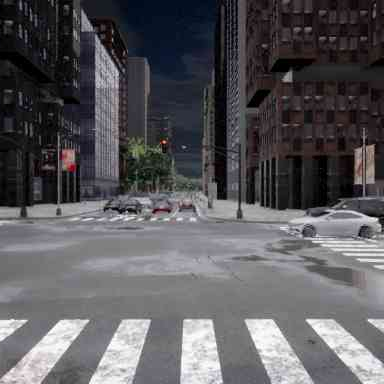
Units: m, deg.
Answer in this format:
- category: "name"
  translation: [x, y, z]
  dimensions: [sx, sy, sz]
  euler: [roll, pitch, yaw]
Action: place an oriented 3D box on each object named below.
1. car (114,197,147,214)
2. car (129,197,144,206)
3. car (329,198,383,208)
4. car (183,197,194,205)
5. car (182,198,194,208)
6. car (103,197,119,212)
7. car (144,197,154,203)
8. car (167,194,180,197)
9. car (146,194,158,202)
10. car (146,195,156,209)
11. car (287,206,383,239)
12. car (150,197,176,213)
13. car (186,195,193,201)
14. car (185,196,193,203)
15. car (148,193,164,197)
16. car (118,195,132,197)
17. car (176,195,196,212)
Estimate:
- category: "car"
  translation: [-6.380, 1.544, 35.101]
  dimensions: [2.033, 1.411, 5.357]
  euler: [0, 0, 0]
- category: "car"
  translation: [-9.139, 1.565, 55.078]
  dimensions: [1.752, 1.417, 4.829]
  euler: [0, 0, 0]
- category: "car"
  translation: [10.027, 1.382, 21.037]
  dimensions: [5.566, 2.045, 2.150]
  euler: [1, 0, 2]
- category: "car"
  translation: [-0.640, 1.597, 60.707]
  dimensions: [1.887, 1.381, 4.507]
  euler: [0, 0, 0]
- category: "car"
  translation: [-0.589, 1.610, 49.857]
  dimensions: [1.802, 1.307, 4.206]
  euler: [0, 0, 0]
- category: "car"
  translation: [-9.064, 1.570, 38.971]
  dimensions: [1.947, 1.339, 4.313]
  euler: [0, 0, 0]
- category: "car"
  translation: [-9.216, 1.662, 71.526]
  dimensions: [1.802, 1.307, 4.206]
  euler: [0, 0, 0]
- category: "car"
  translation: [-3.422, 1.666, 65.851]
  dimensions: [1.895, 1.301, 4.718]
  euler: [0, 0, 0]
- category: "car"
  translation: [-9.243, 1.410, 76.953]
  dimensions: [2.192, 1.841, 5.009]
  euler: [0, 0, 0]
- category: "car"
  translation: [-6.427, 1.544, 45.327]
  dimensions: [1.812, 1.442, 4.674]
  euler: [0, 0, 0]
- category: "car"
  translation: [7.486, 1.655, 17.659]
  dimensions: [4.674, 1.442, 1.812]
  euler: [1, 0, 0]
- category: "car"
  translation: [-3.206, 1.565, 37.149]
  dimensions: [1.994, 1.385, 4.181]
  euler: [0, 0, 0]
- category: "car"
  translation: [-0.794, 1.687, 93.257]
  dimensions: [1.887, 1.381, 4.507]
  euler: [0, 0, 0]
- category: "car"
  translation: [-0.692, 1.606, 71.727]
  dimensions: [1.752, 1.417, 4.829]
  euler: [0, 0, 0]
- category: "car"
  translation: [-6.465, 1.263, 55.970]
  dimensions: [2.150, 2.045, 5.566]
  euler: [0, 0, 0]
- category: "car"
  translation: [-9.090, 1.331, 44.397]
  dimensions: [2.192, 1.841, 5.009]
  euler: [0, 0, 0]
- category: "car"
  translation: [-0.539, 1.445, 39.008]
  dimensions: [1.967, 1.590, 4.097]
  euler: [0, 0, 0]
